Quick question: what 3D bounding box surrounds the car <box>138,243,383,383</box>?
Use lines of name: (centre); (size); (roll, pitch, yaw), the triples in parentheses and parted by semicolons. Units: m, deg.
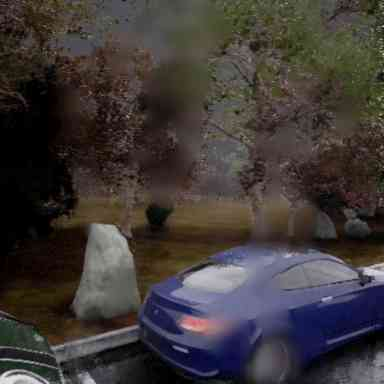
car: (1.475, 1.534, 5.112); (4.674, 1.452, 2.002); (0, 0, -33)

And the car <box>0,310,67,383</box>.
car: (-3.083, 1.349, 1.860); (4.553, 1.767, 2.185); (0, 0, -33)
